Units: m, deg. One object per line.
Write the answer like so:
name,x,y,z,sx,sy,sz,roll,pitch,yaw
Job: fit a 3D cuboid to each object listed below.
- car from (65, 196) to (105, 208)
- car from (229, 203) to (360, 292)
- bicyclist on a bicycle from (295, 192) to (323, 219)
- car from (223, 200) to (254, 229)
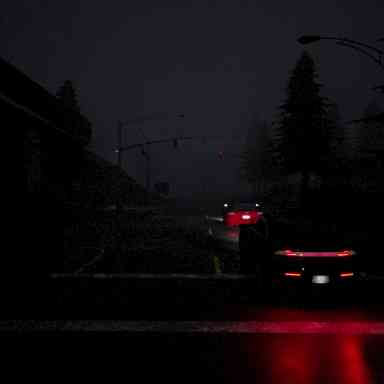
car,-11.620,1.056,34.888,4.718,1.301,1.895,0,1,2
car,2.298,1.247,8.248,2.128,1.511,4.902,0,2,1
bicyclist on a bicycle,6.590,0.852,18.778,1.656,1.620,0.582,0,1,2
car,2.739,1.137,18.194,1.994,1.385,4.181,-1,2,3
